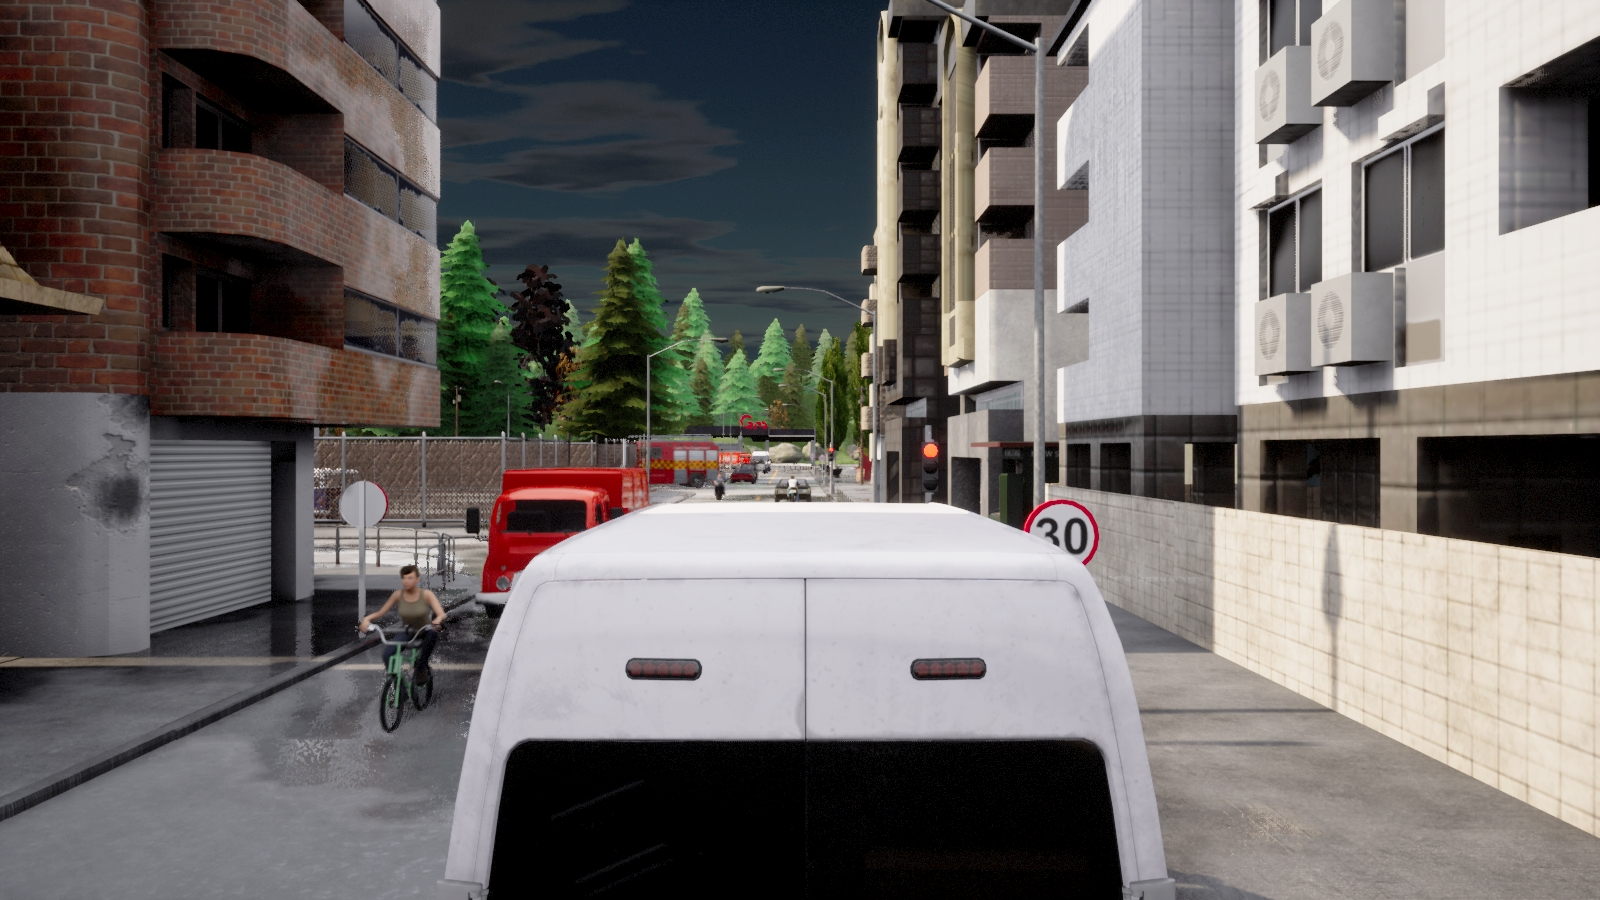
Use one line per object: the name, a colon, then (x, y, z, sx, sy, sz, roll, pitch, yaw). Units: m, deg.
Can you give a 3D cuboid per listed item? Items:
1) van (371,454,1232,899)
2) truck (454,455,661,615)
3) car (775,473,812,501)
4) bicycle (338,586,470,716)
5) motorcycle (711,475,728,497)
van: (-0.009, 1.312, 5.597, 1.988, 2.561, 5.915, 0, 0, 0)
truck: (-4.091, 1.340, 20.423, 2.627, 2.467, 5.204, 0, 0, 0)
car: (-0.339, 1.912, 60.159, 1.895, 1.301, 4.718, 0, 0, 0)
bicycle: (-4.053, 2.031, 11.808, 0.859, 1.080, 1.487, 0, 0, -1)
motorcycle: (-4.406, 1.969, 62.399, 0.803, 1.145, 2.033, 0, 0, 0)
